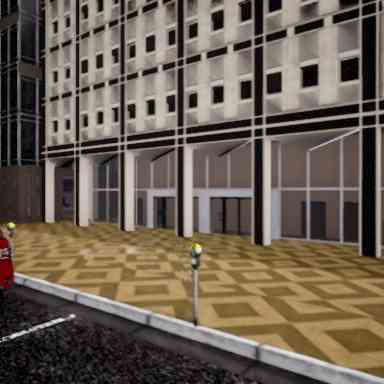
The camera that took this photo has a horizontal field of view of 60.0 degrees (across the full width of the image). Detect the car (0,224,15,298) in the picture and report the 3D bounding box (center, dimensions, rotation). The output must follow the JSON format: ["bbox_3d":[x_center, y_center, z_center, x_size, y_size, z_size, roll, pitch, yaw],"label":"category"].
[{"bbox_3d":[-5.673,1.273,6.928,5.009,1.841,2.192,0,0,36],"label":"car"}]
